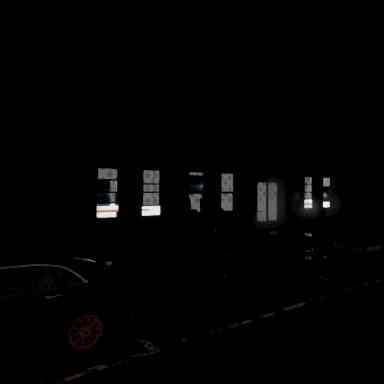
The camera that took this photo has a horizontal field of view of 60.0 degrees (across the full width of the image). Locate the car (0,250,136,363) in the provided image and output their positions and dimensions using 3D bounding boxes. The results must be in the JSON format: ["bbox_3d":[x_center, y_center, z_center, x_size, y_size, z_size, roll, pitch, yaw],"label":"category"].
[{"bbox_3d":[-2.931,1.551,4.468,4.403,1.369,2.008,0,0,-35],"label":"car"}]

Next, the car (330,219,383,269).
[{"bbox_3d":[6.345,1.582,11.068,4.206,1.307,1.802,0,0,-35],"label":"car"}]
